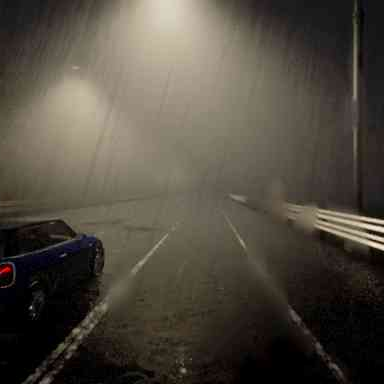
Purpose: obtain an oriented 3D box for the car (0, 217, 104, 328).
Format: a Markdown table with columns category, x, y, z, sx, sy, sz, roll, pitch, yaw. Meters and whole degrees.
| category | x | y | z | sx | sy | sz | roll | pitch | yaw |
| --- | --- | --- | --- | --- | --- | --- | --- | --- | --- |
| car | -3.485 | 1.301 | 7.099 | 2.097 | 1.767 | 4.553 | 0 | 0 | 3 |
